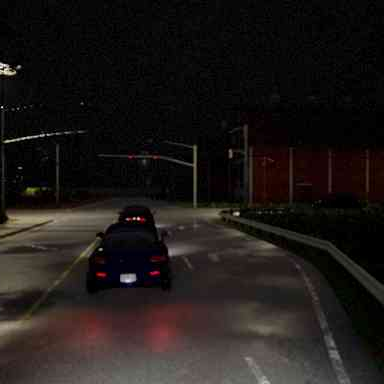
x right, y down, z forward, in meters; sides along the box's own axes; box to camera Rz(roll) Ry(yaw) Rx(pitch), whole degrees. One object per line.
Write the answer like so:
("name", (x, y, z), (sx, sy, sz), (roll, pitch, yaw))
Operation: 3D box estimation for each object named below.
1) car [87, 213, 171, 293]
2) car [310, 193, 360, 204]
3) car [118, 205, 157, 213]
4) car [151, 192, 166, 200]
("car", (-1.574, 1.510, 8.779), (1.812, 1.442, 4.674), (0, 0, -8))
("car", (16.579, 1.184, 38.558), (5.566, 2.045, 2.150), (0, 0, -7))
("car", (-2.976, 1.472, 17.963), (1.837, 1.490, 4.892), (0, 0, -8))
("car", (-8.336, 0.999, 81.671), (3.866, 1.878, 1.905), (-2, 4, 39))
